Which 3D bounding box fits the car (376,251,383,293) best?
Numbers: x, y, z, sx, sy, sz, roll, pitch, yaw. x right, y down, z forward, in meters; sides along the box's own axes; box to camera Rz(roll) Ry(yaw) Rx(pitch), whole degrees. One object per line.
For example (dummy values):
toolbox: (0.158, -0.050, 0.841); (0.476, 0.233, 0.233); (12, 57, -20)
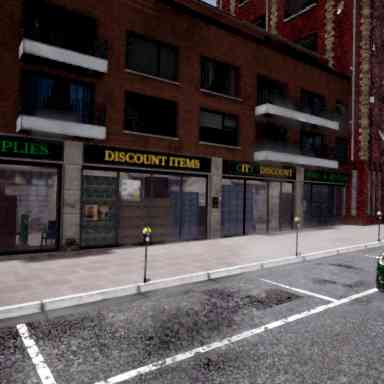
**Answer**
car: (6.091, 1.361, 7.438); (4.553, 1.767, 2.097); (0, 0, -36)
